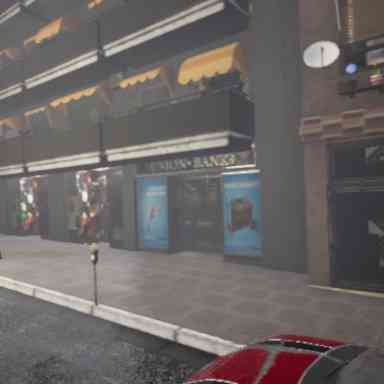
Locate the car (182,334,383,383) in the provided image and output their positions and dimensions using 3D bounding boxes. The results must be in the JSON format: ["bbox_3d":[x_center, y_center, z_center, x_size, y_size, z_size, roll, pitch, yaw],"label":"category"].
[{"bbox_3d":[1.587,1.436,1.623,4.097,1.590,1.967,-1,-2,36],"label":"car"}]
